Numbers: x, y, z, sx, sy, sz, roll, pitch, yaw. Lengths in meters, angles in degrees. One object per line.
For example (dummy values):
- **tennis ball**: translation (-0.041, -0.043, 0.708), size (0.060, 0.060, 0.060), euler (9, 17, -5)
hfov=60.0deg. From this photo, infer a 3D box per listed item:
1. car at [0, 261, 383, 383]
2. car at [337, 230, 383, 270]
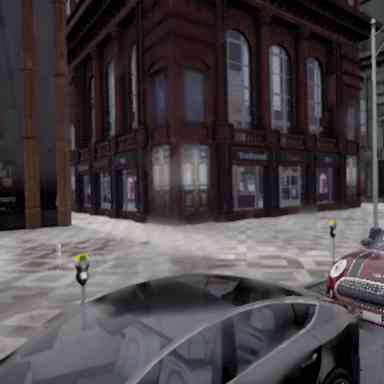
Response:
- **car**: translation (-0.308, 1.531, 2.753), size (4.313, 1.339, 1.947), euler (-2, 1, -36)
- **car**: translation (4.253, 1.259, 6.057), size (4.097, 1.590, 1.967), euler (-2, 1, -36)
